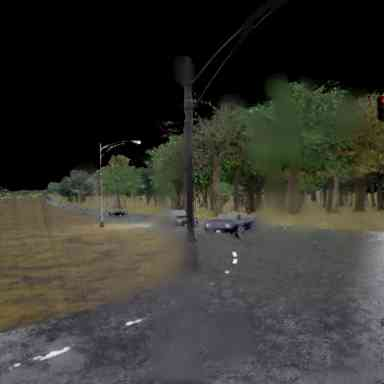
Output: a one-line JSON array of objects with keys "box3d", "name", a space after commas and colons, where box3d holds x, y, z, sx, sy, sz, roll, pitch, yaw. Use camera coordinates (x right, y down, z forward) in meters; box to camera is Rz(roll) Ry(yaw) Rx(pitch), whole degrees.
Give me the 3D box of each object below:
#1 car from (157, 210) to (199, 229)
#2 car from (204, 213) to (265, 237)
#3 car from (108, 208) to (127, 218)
[{"box3d": [-1.304, 2.146, 26.975, 2.033, 1.411, 5.357, -1, -2, -24], "name": "car"}, {"box3d": [2.734, 1.909, 20.253, 1.895, 1.301, 4.718, -3, -2, 34], "name": "car"}, {"box3d": [-10.788, 3.000, 47.974, 1.895, 1.301, 4.718, -1, -1, -24], "name": "car"}]
